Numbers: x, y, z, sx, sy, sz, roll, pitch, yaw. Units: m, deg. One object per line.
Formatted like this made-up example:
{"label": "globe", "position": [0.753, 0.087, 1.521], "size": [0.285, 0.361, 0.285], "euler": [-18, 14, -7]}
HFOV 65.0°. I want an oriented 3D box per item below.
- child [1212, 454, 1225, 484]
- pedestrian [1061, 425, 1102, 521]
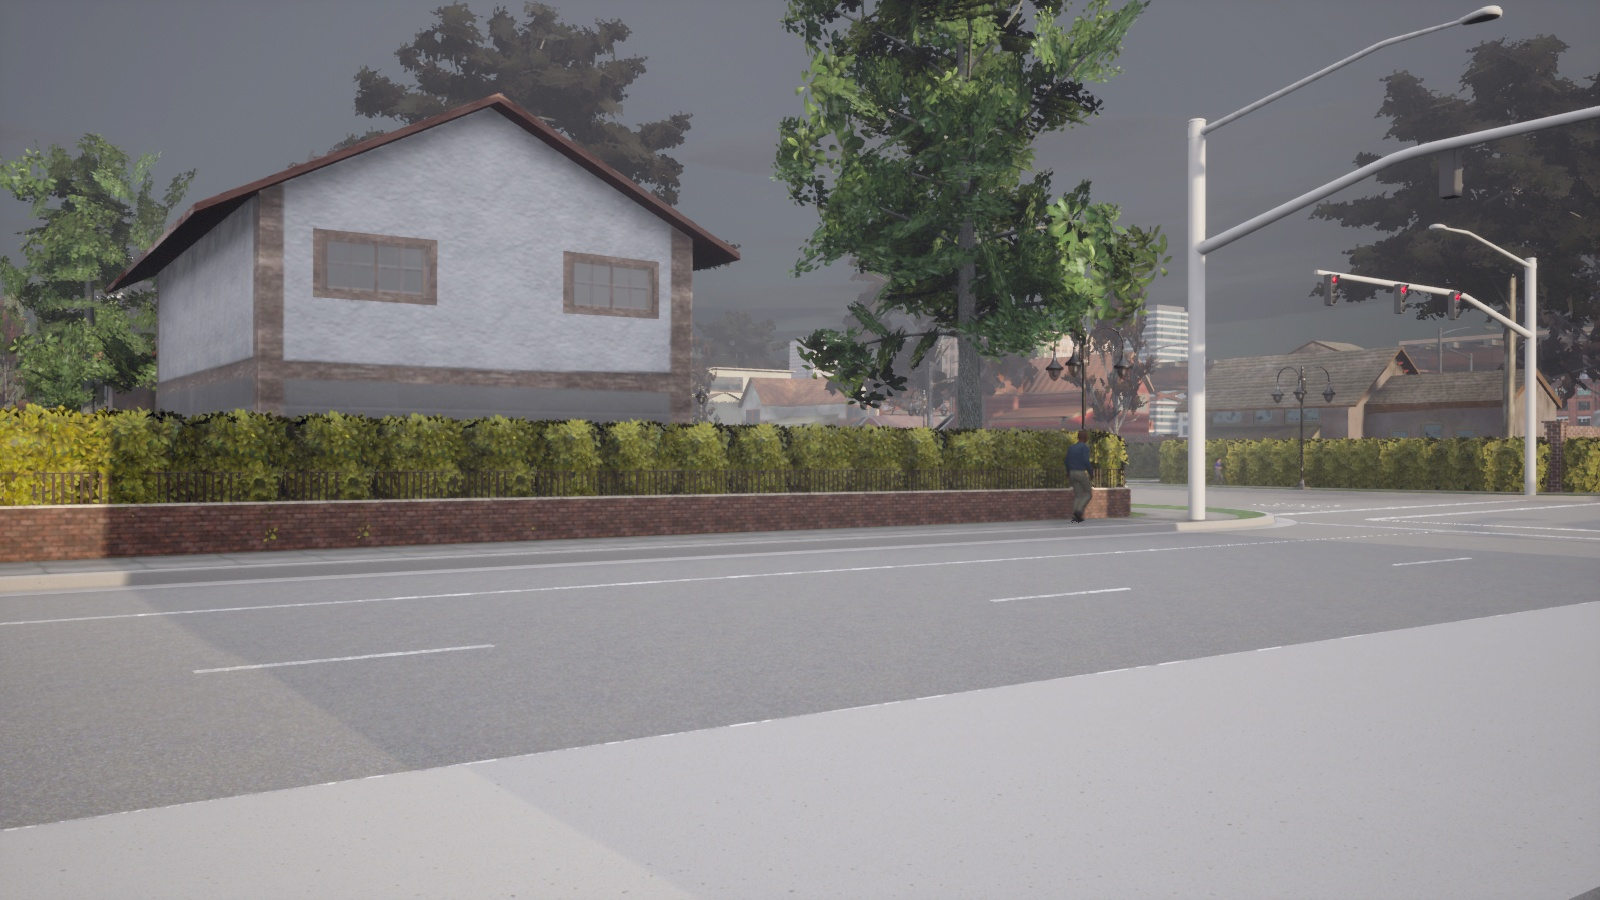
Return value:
{"label": "child", "position": [17.297, 0.780, 51.953], "size": [0.270, 1.263, 0.437], "euler": [0, 0, -34]}
{"label": "pedestrian", "position": [5.452, 0.441, 24.304], "size": [0.726, 1.835, 0.370], "euler": [0, 0, -34]}
